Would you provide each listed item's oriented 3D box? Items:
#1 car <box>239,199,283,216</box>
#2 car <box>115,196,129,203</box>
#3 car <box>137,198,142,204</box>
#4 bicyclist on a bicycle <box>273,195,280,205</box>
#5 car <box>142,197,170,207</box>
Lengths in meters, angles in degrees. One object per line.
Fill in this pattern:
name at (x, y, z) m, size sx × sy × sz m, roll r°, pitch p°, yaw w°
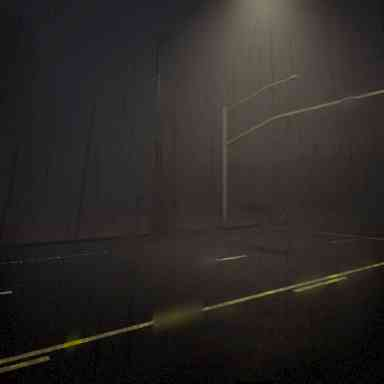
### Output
car at (6.847, 1.491, 33.209) m, size 2.128 × 1.511 × 4.902 m, roll 0°, pitch 0°, yaw -36°
car at (-14.264, 1.249, 62.953) m, size 1.895 × 1.301 × 4.718 m, roll 0°, pitch 0°, yaw -36°
car at (-8.559, 1.564, 61.070) m, size 1.994 × 1.385 × 4.181 m, roll 0°, pitch 0°, yaw -35°
bicyclist on a bicycle at (11.543, 1.303, 45.535) m, size 1.656 × 1.620 × 0.582 m, roll 0°, pitch 0°, yaw -36°
car at (-5.110, 1.491, 49.971) m, size 2.128 × 1.511 × 4.902 m, roll 0°, pitch 0°, yaw -35°
